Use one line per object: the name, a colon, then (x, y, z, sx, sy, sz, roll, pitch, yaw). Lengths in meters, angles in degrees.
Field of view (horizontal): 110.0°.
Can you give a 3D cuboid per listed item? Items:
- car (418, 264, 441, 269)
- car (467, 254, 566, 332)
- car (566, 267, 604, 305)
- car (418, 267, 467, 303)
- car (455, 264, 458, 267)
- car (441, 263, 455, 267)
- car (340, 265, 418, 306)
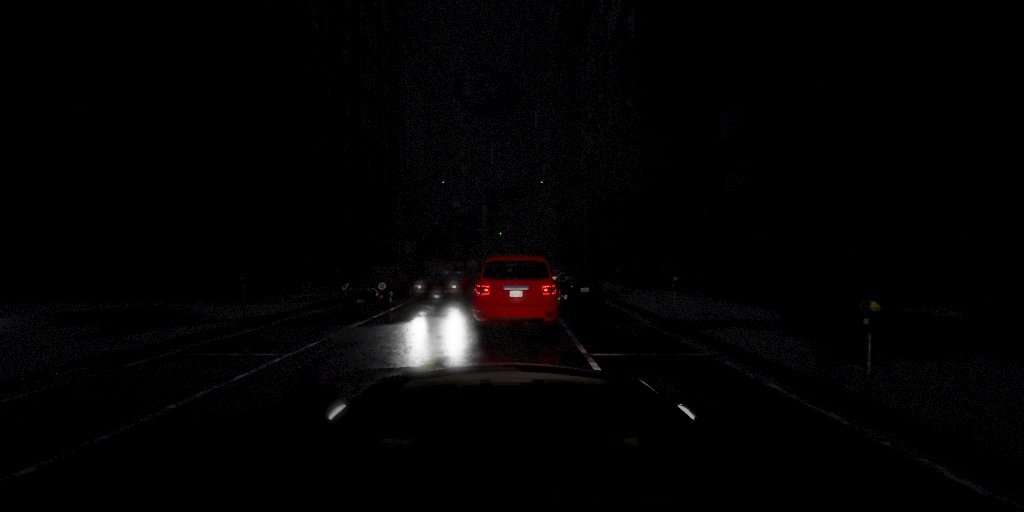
car: (-5.755, 1.314, 21.129, 1.948, 1.339, 4.313, 0, 0, 0)
car: (0.106, 0.970, 11.000, 2.150, 2.045, 5.566, 0, 0, 0)
car: (2.768, 1.314, 15.619, 1.948, 1.339, 4.313, 0, 0, 0)
car: (-3.082, 1.349, 16.892, 1.895, 1.301, 4.718, 0, 0, 0)
car: (-5.750, 1.294, 32.139, 1.888, 1.381, 4.507, 0, 0, 0)
car: (-5.753, 1.299, 26.634, 2.007, 1.370, 4.403, 0, 0, 0)
car: (-5.758, 1.188, 15.623, 1.967, 1.591, 4.097, 0, 0, 0)
